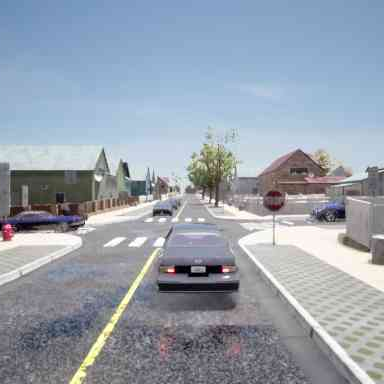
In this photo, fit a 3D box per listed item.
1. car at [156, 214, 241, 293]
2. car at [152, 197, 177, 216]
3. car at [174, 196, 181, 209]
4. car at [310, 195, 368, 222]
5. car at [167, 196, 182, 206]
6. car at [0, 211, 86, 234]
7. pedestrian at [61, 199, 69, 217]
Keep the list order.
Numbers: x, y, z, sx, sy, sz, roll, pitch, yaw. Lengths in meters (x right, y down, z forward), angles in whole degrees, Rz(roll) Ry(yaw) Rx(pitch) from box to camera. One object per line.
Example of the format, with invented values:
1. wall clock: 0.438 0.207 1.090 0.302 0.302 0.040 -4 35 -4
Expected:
1. car: 0.080 1.550 8.972 2.033 1.411 5.357 0 0 -1
2. car: -2.794 1.549 32.754 2.033 1.411 5.357 0 0 -1
3. car: -2.818 1.564 42.544 1.994 1.385 4.181 0 0 0
4. car: 10.406 1.067 22.568 4.553 1.767 2.097 -2 -1 2
5. car: -2.799 1.489 54.365 2.128 1.511 4.902 0 0 0
6. car: -8.763 1.770 19.435 4.718 1.301 1.895 -2 -1 0
7. pedestrian: -9.673 1.462 25.301 0.375 1.860 0.375 0 0 0
